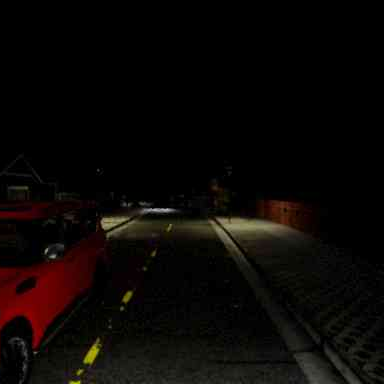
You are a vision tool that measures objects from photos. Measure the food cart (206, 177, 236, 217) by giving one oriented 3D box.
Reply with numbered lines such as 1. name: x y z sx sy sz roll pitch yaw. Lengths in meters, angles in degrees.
1. food cart: 2.674 0.421 31.957 2.280 3.560 4.660 0 0 -3

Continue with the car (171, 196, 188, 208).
1. car: -1.623 1.461 48.122 1.837 1.490 4.892 0 0 -7

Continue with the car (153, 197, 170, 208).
1. car: -4.365 1.558 45.926 1.895 1.301 4.718 0 0 -6

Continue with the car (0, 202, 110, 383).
1. car: -2.851 1.214 5.071 2.150 2.045 5.566 0 0 0
